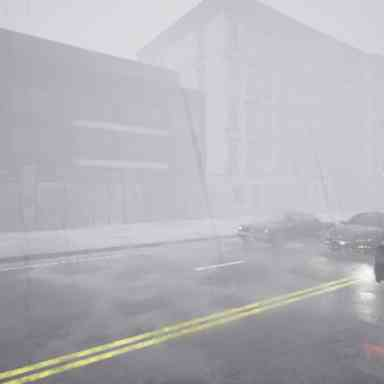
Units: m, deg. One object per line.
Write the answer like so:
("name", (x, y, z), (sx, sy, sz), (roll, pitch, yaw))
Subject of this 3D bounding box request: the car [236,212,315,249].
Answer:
("car", (4.194, 1.594, 14.662), (4.718, 1.301, 1.895), (0, 0, -36))

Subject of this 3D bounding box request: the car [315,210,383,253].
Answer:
("car", (7.095, 1.498, 12.739), (4.892, 1.490, 1.837), (0, 0, -36))

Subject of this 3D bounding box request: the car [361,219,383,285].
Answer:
("car", (6.321, 1.473, 7.950), (5.008, 1.535, 1.882), (0, 0, -35))
